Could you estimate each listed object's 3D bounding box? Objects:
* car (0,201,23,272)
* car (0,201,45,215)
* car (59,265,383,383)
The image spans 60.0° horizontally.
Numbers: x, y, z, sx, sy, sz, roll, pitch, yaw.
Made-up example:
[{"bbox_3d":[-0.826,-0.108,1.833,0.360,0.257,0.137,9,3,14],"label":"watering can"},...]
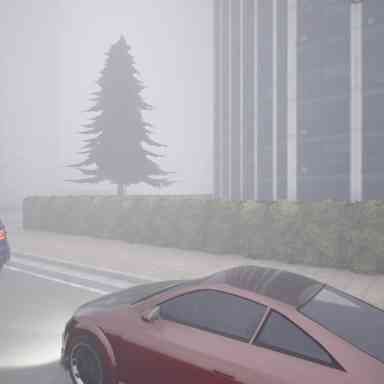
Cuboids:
[{"bbox_3d":[-7.179,1.221,9.072,5.566,2.045,2.150,0,0,35],"label":"car"},{"bbox_3d":[-18.560,1.656,35.834,1.895,1.301,4.718,0,0,35],"label":"car"},{"bbox_3d":[0.434,1.564,3.683,4.181,1.385,1.994,0,0,35],"label":"car"}]
